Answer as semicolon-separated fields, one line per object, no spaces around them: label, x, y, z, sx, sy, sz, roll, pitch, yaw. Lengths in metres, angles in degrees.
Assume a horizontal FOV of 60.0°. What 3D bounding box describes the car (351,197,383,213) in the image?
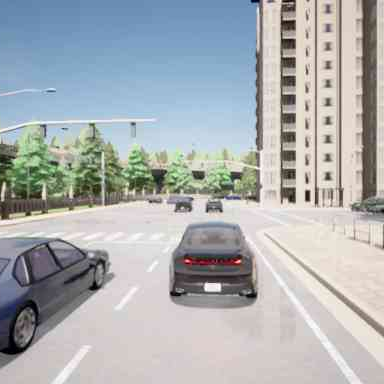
car;20.002;1.371;36.623;4.553;1.767;2.097;0;0;3

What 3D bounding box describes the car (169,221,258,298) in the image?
car;0.554;1.496;8.520;1.837;1.490;4.892;0;0;4

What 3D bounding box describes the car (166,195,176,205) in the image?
car;-3.264;1.294;59.163;2.097;1.767;4.553;0;0;4

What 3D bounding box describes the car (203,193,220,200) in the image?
car;5.226;1.238;90.349;4.553;1.767;2.097;0;0;-43

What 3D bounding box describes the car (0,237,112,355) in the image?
car;-3.132;1.542;6.068;2.033;1.411;5.357;0;0;4

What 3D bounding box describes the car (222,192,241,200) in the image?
car;10.658;1.440;85.803;4.674;1.442;1.812;0;0;-38

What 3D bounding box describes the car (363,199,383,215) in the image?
car;20.133;1.623;33.112;4.718;1.301;1.895;0;0;3

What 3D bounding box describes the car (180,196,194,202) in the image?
car;-1.047;1.523;74.224;1.895;1.301;4.718;0;0;15

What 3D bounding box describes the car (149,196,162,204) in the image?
car;-6.648;1.488;61.224;2.033;1.411;5.357;0;0;4

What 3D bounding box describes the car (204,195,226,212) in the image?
car;2.598;1.487;38.921;2.128;1.511;4.902;0;0;4

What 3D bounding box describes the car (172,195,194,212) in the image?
car;-0.887;1.484;39.217;1.837;1.490;4.892;0;0;4

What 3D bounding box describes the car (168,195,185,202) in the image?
car;-3.600;1.450;77.389;2.128;1.511;4.902;0;0;20

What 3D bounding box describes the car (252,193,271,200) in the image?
car;19.097;1.265;91.104;4.553;1.767;2.097;0;0;-20

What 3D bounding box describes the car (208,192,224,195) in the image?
car;7.262;1.124;87.435;2.150;2.045;5.566;0;0;43

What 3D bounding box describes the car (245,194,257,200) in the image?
car;15.772;1.416;85.376;4.892;1.490;1.837;0;0;-34
